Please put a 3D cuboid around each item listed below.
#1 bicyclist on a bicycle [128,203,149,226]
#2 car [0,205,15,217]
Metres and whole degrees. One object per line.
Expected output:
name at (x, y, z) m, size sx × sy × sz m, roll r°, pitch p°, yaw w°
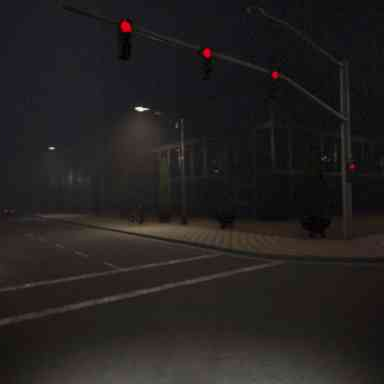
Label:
bicyclist on a bicycle at (-3.731, 1.574, 23.223) m, size 1.656 × 1.620 × 0.582 m, roll -1°, pitch 0°, yaw -38°
car at (-22.447, 2.298, 39.634) m, size 2.033 × 1.411 × 5.357 m, roll -1°, pitch -1°, yaw -37°
